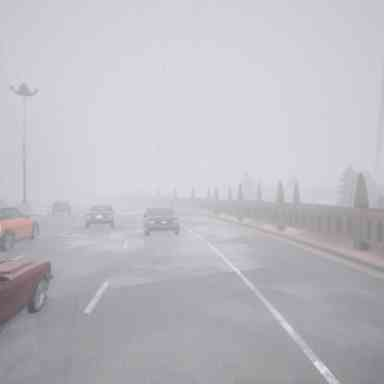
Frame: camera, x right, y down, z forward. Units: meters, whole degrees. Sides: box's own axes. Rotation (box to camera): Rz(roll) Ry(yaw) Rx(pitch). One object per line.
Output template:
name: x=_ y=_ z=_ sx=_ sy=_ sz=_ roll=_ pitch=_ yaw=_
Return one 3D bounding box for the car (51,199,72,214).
car: x=-13.921 y=1.542 z=35.573 sx=2.128 sy=1.511 sz=4.902 roll=0 pitch=0 yaw=-21

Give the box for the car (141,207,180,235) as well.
car: x=-1.878 y=1.554 z=19.059 sx=2.033 sy=1.411 sz=5.357 roll=0 pitch=0 yaw=-11

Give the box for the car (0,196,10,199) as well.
car: x=-25.408 y=1.597 z=43.683 sx=1.837 sy=1.490 sz=4.892 roll=0 pitch=0 yaw=-27

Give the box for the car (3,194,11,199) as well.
car: x=-44.440 y=1.275 z=79.850 sx=1.837 sy=1.490 sz=4.892 roll=0 pitch=0 yaw=-28

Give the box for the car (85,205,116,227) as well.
car: x=-6.256 y=1.570 z=22.850 sx=2.033 sy=1.411 sz=5.357 roll=0 pitch=0 yaw=-13

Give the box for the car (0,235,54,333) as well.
car: x=-3.662 y=1.614 z=4.688 sx=1.895 sy=1.301 sz=4.718 roll=0 pitch=0 yaw=-3

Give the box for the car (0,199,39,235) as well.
car: x=-8.203 y=1.382 z=14.161 sx=2.097 sy=1.767 sz=4.553 roll=0 pitch=0 yaw=-8
